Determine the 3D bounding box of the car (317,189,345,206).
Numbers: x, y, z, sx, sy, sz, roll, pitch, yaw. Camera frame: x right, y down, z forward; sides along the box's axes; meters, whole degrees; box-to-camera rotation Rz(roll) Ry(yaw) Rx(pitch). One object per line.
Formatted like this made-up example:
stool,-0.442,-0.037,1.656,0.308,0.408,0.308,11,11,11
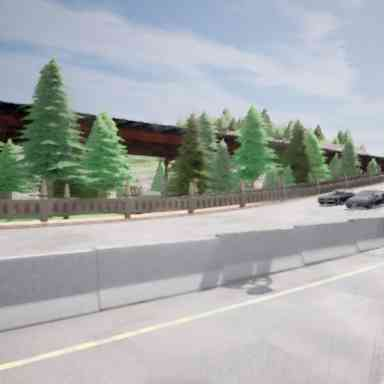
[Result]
car,13.809,0.487,31.201,4.718,1.301,1.895,-7,4,-36

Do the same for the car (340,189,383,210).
car,14.545,0.558,27.418,4.674,1.442,1.812,-6,4,-36
